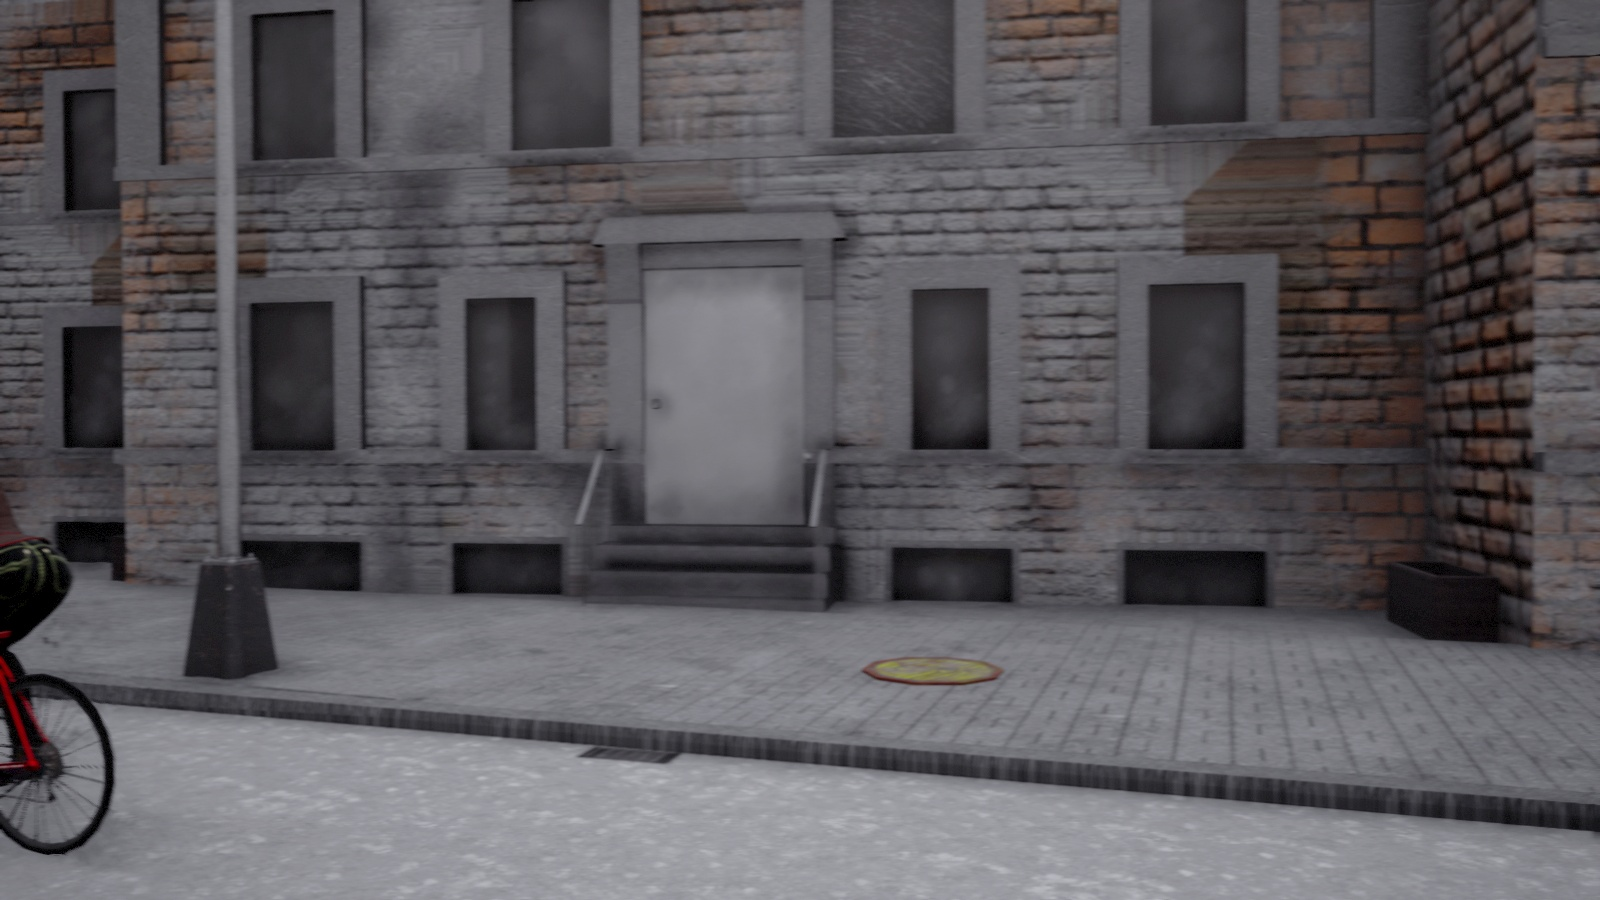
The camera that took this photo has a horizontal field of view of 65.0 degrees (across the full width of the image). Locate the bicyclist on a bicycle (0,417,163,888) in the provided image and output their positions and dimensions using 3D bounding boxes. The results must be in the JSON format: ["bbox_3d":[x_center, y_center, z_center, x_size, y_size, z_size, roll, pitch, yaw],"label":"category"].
[{"bbox_3d":[-3.351,0.689,4.847,1.656,1.620,0.582,0,1,19],"label":"bicyclist on a bicycle"}]
